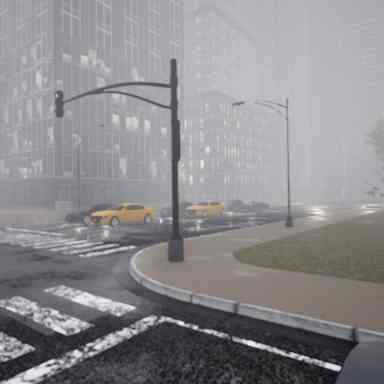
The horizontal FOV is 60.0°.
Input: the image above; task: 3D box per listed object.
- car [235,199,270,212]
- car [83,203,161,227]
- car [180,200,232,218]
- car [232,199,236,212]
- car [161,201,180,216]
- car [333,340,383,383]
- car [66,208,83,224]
[{"bbox_3d":[7.429,1.690,39.475,1.895,1.301,4.718,-1,-1,37],"label":"car"},{"bbox_3d":[-4.754,1.544,23.404,1.882,1.535,5.008,-1,-1,37],"label":"car"},{"bbox_3d":[1.394,1.556,31.521,1.882,1.535,5.008,-1,-1,37],"label":"car"},{"bbox_3d":[5.239,1.667,41.957,1.812,1.442,4.674,-1,-1,37],"label":"car"},{"bbox_3d":[-1.187,1.655,33.494,1.812,1.442,4.674,-1,-1,37],"label":"car"},{"bbox_3d":[3.330,1.545,1.304,5.357,1.411,2.033,0,0,36],"label":"car"},{"bbox_3d":[-7.218,1.595,25.534,1.882,1.535,5.008,-1,-1,37],"label":"car"}]
